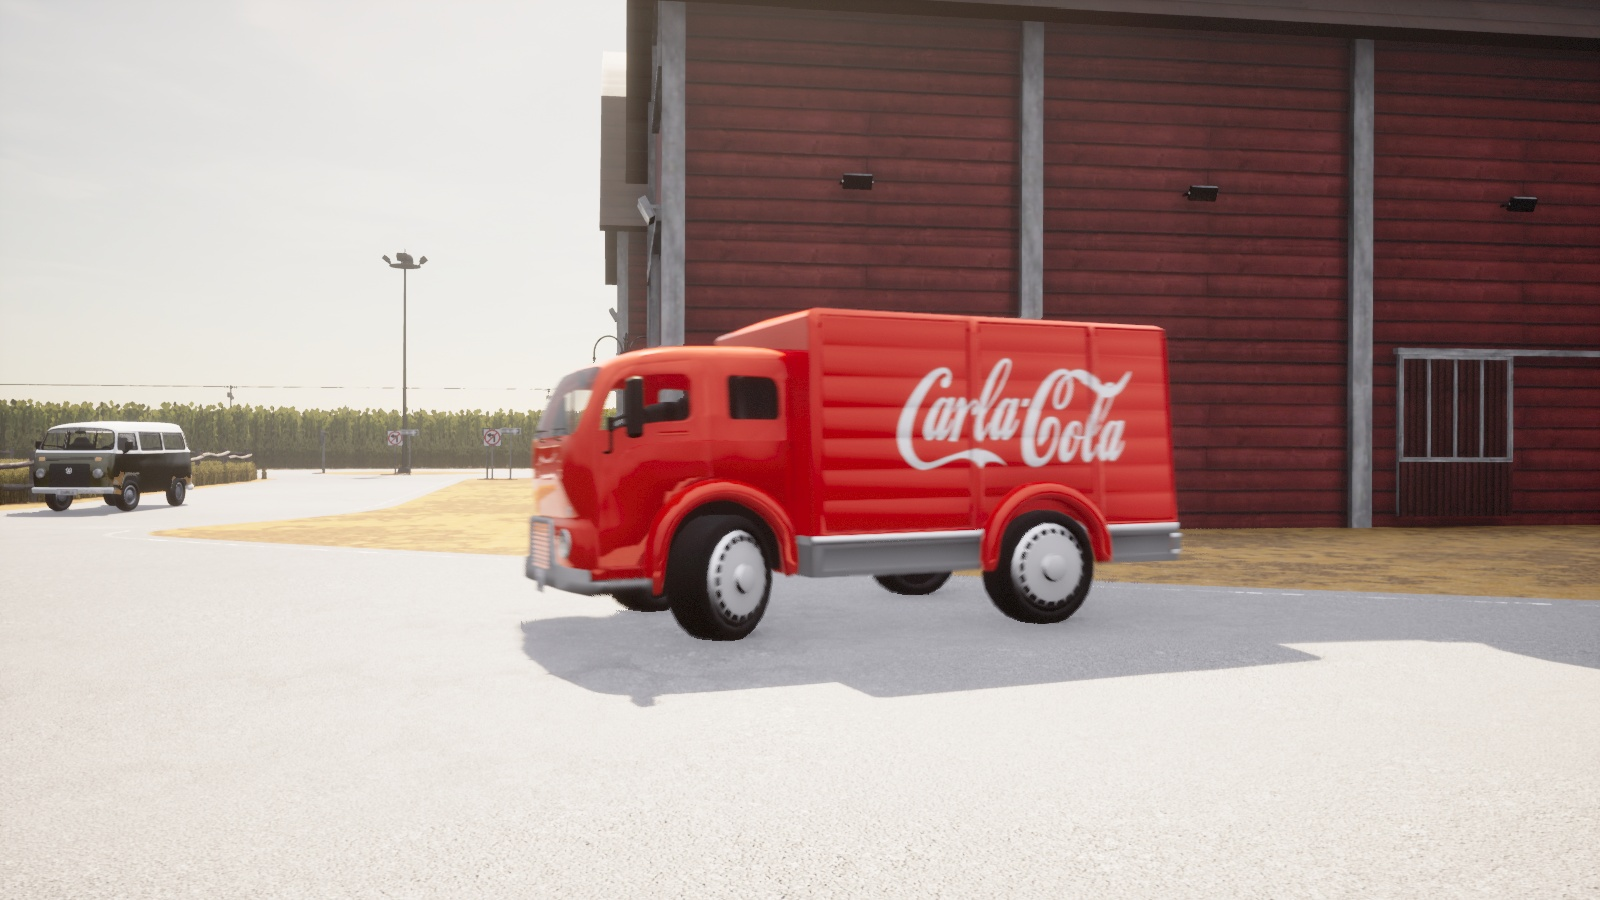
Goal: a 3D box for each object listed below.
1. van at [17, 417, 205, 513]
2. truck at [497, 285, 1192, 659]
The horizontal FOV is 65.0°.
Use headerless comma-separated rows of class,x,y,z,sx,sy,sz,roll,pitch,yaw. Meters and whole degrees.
van,-15.876,0.320,29.252,2.069,2.038,4.480,0,0,-3
truck,0.339,0.155,10.578,5.204,2.467,2.627,0,-1,-25
